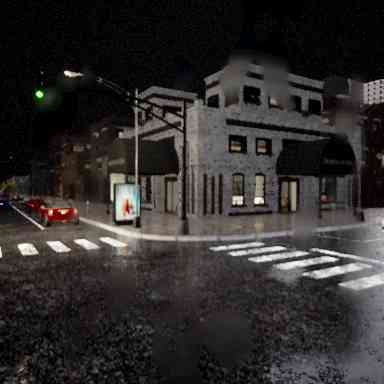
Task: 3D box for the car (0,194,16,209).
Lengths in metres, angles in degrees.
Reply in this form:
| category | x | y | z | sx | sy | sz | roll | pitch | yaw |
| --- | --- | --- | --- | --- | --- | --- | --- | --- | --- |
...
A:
| category | x | y | z | sx | sy | sz | roll | pitch | yaw |
| --- | --- | --- | --- | --- | --- | --- | --- | --- | --- |
| car | -21.270 | 1.248 | 37.202 | 1.994 | 1.385 | 4.181 | 0 | 1 | -31 |

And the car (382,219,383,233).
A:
| category | x | y | z | sx | sy | sz | roll | pitch | yaw |
| --- | --- | --- | --- | --- | --- | --- | --- | --- | --- |
| car | 10.609 | 1.064 | 14.383 | 5.566 | 2.045 | 2.150 | 0 | 1 | -32 |

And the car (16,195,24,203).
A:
| category | x | y | z | sx | sy | sz | roll | pitch | yaw |
| --- | --- | --- | --- | --- | --- | --- | --- | --- | --- |
| car | -17.474 | 1.236 | 35.933 | 2.008 | 1.369 | 4.403 | -1 | 1 | -31 |

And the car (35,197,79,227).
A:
| category | x | y | z | sx | sy | sz | roll | pitch | yaw |
| --- | --- | --- | --- | --- | --- | --- | --- | --- | --- |
| car | -8.595 | 1.236 | 21.330 | 1.967 | 1.590 | 4.097 | -1 | 1 | -31 |

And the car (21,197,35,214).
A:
| category | x | y | z | sx | sy | sz | roll | pitch | yaw |
| --- | --- | --- | --- | --- | --- | --- | --- | --- | --- |
| car | -14.514 | 1.304 | 31.066 | 1.802 | 1.307 | 4.206 | -1 | 1 | -31 |
